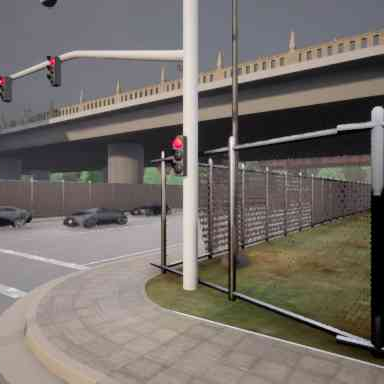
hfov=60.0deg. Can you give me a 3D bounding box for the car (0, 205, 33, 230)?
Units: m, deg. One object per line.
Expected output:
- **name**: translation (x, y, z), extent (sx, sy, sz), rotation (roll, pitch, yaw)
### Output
- **car**: translation (-12.058, 1.547, 19.688), extent (2.128, 1.511, 4.902), rotation (0, 0, 35)

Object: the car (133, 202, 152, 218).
- **car**: translation (-3.840, 1.619, 31.301), extent (1.994, 1.385, 4.181), rotation (0, 0, 35)

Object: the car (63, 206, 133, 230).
- **car**: translation (-6.245, 1.619, 21.844), extent (1.994, 1.385, 4.181), rotation (0, 0, 35)
